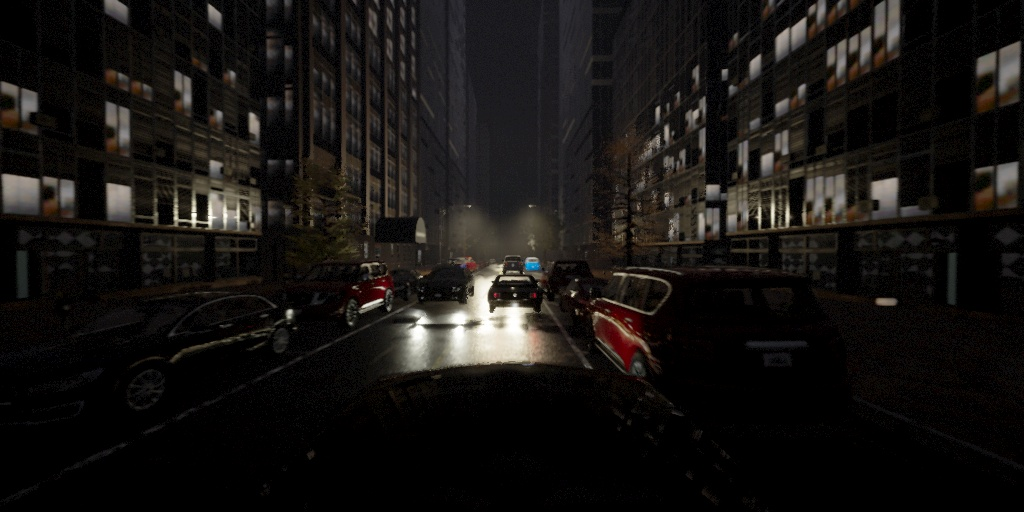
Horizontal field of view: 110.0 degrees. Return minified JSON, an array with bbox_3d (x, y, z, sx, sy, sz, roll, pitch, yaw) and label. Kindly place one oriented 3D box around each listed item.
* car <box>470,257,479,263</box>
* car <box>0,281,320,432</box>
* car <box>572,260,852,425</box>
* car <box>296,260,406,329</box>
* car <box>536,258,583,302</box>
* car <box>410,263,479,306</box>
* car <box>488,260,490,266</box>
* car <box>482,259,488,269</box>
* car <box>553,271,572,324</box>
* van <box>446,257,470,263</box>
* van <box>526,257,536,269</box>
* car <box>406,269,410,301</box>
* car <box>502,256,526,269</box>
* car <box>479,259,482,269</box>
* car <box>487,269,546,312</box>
[{"bbox_3d":[-5.311,1.068,39.648,2.192,1.841,5.009,0,0,0],"label":"car"},{"bbox_3d":[-5.315,1.300,5.757,2.007,1.370,4.403,0,0,0],"label":"car"},{"bbox_3d":[2.532,1.064,5.786,2.192,1.841,5.009,0,0,0],"label":"car"},{"bbox_3d":[-5.315,1.064,11.406,2.192,1.841,5.009,0,0,0],"label":"car"},{"bbox_3d":[2.534,1.064,17.083,2.192,1.841,5.009,0,0,0],"label":"car"},{"bbox_3d":[-2.780,1.227,16.051,1.882,1.535,5.008,0,0,1],"label":"car"},{"bbox_3d":[-5.310,1.306,62.244,1.888,1.381,4.507,0,0,0],"label":"car"},{"bbox_3d":[-5.309,1.341,56.594,1.802,1.307,4.207,0,0,0],"label":"car"},{"bbox_3d":[2.533,1.331,11.434,1.802,1.307,4.207,0,0,0],"label":"car"},{"bbox_3d":[-5.312,1.093,33.999,1.690,1.789,3.998,0,0,0],"label":"van"},{"bbox_3d":[2.571,1.096,45.326,1.690,1.789,3.998,0,0,0],"label":"van"},{"bbox_3d":[-5.314,1.300,17.054,2.007,1.370,4.403,0,0,0],"label":"car"},{"bbox_3d":[0.105,0.975,39.790,2.150,2.045,5.566,0,0,0],"label":"car"},{"bbox_3d":[-5.310,1.300,45.297,1.888,1.381,4.507,0,0,0],"label":"car"},{"bbox_3d":[0.101,1.350,14.219,1.895,1.301,4.718,0,0,0],"label":"car"}]
